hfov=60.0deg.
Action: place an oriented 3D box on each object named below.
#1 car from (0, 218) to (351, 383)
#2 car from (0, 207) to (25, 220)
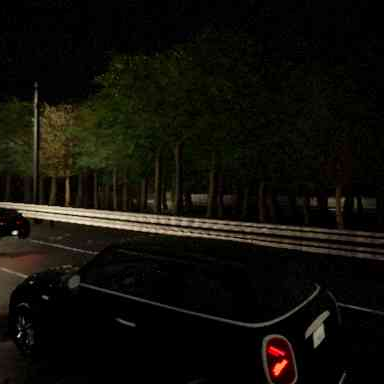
[{"bbox_3d":[-0.496,1.362,4.427,4.553,1.767,2.097,0,0,37],"label":"car"},{"bbox_3d":[-9.528,1.484,15.763,4.892,1.490,1.837,1,0,37],"label":"car"}]
